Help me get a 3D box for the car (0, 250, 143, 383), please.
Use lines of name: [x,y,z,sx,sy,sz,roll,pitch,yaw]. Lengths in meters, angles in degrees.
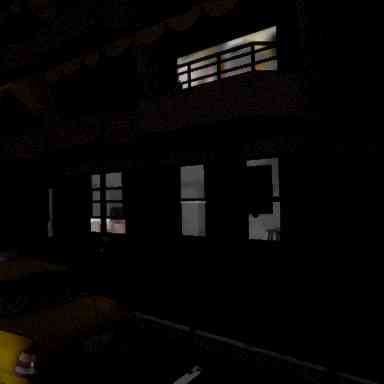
car: [-2.862,1.528,4.788,4.829,1.417,1.752,0,-2,36]
